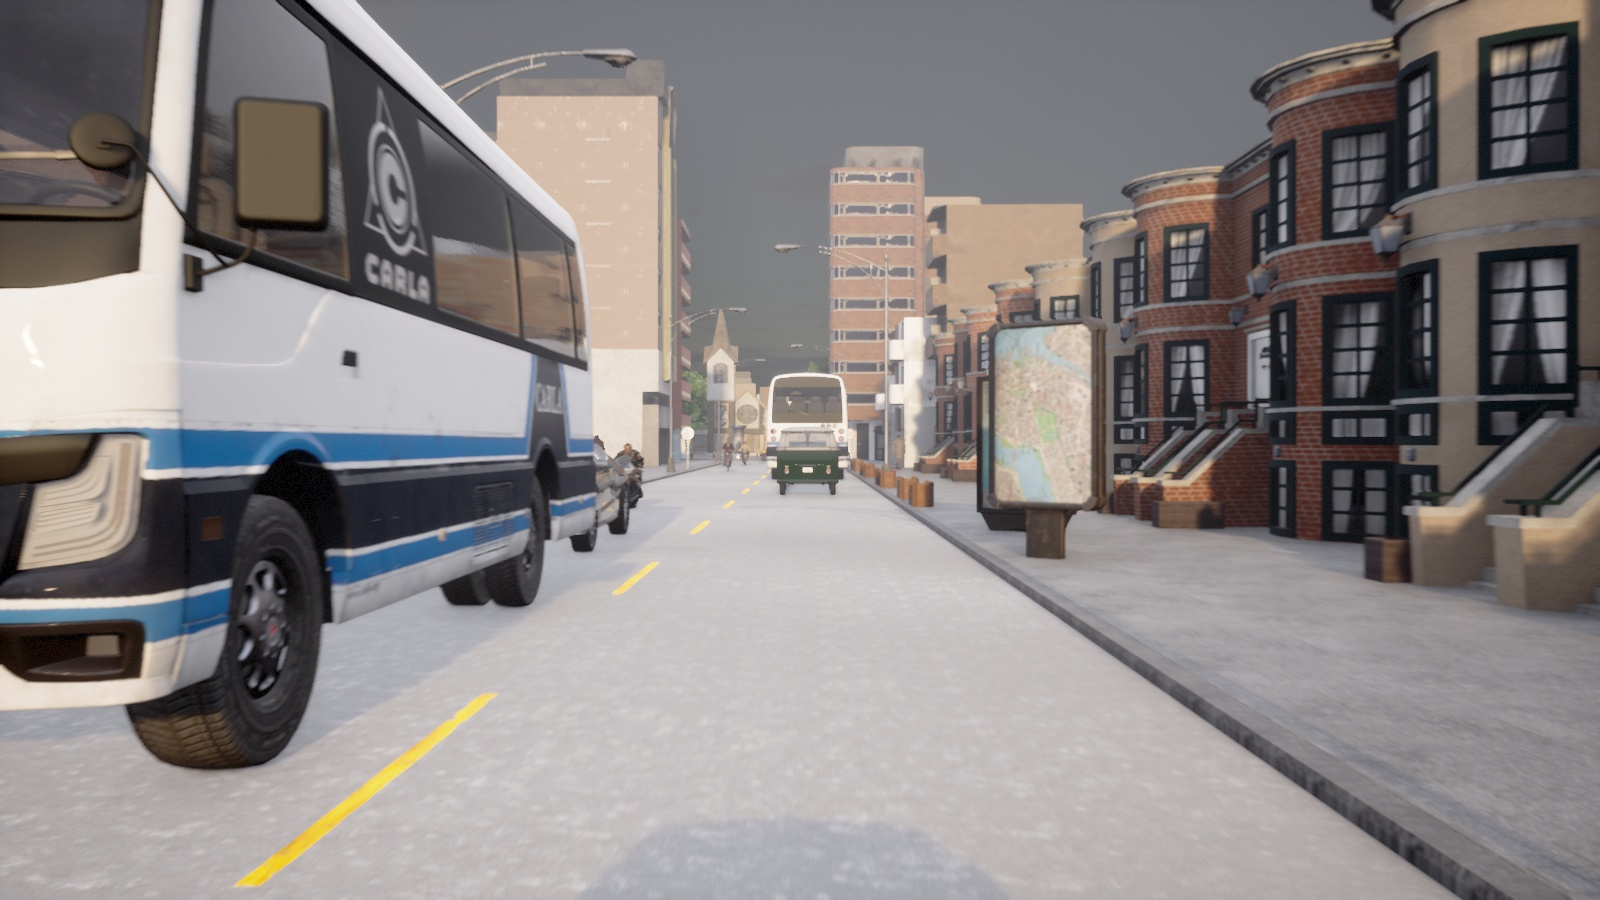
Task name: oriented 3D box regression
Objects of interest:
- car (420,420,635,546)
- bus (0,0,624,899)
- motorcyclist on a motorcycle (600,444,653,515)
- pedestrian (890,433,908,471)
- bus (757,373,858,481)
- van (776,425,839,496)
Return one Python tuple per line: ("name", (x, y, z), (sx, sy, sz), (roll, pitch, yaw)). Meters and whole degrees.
("car", (-3.879, 0.416, 18.875), (2.152, 1.651, 5.027), (0, 0, 0))
("bus", (-3.934, -0.682, 8.681), (3.944, 4.253, 10.273), (0, 0, 0))
("motorcyclist on a motorcycle", (-3.827, 0.622, 27.839), (0.866, 1.530, 2.191), (0, 0, 0))
("pedestrian", (5.149, 0.093, 65.330), (0.659, 1.952, 0.873), (0, 0, -13))
("bus", (0.316, -0.936, 54.491), (3.944, 4.253, 10.273), (0, 0, 0))
("van", (0.228, 0.289, 37.433), (1.775, 1.987, 4.442), (0, 0, 0))
